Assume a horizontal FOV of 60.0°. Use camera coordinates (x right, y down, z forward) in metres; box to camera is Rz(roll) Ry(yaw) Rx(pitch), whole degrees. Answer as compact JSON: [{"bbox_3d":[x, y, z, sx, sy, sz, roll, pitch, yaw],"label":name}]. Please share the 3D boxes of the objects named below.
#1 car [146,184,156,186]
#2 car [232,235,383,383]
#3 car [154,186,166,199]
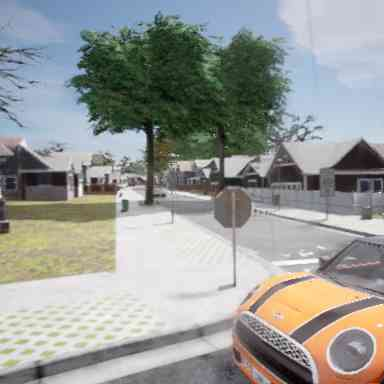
[{"bbox_3d":[-10.053,-1.087,85.064,1.882,1.535,5.008,-1,2,-11],"label":"car"},{"bbox_3d":[2.804,1.387,4.336,4.553,1.767,2.097,1,1,-23],"label":"car"},{"bbox_3d":[-5.020,0.194,49.499,2.033,1.411,5.357,-1,2,-13],"label":"car"}]
